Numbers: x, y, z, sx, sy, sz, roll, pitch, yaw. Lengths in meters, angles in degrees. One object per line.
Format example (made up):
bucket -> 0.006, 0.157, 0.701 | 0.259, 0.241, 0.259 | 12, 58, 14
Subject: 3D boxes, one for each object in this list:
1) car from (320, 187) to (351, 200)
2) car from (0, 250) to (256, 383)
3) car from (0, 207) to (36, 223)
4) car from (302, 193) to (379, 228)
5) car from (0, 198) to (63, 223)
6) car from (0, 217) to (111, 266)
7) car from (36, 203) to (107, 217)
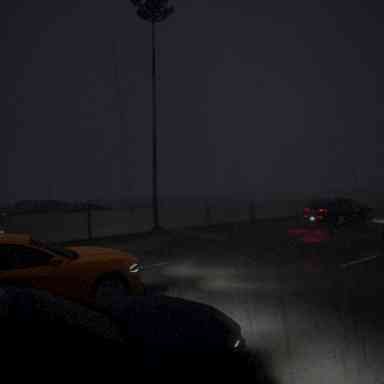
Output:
car -> 24.254, 0.266, 56.077 | 5.566, 2.045, 2.150 | -1, 1, -36
car -> -1.566, 1.519, 2.625 | 4.674, 1.442, 1.812 | -2, 1, -36
car -> -10.416, 1.345, 22.396 | 4.902, 1.511, 2.128 | -2, 1, -36
car -> 8.047, 1.028, 18.248 | 4.892, 1.490, 1.837 | -2, 1, -36
car -> -12.630, 1.335, 25.115 | 5.008, 1.535, 1.882 | -2, 1, -36
car -> -3.294, 1.457, 5.695 | 5.008, 1.535, 1.882 | -2, 1, -36
car -> -6.997, 1.370, 20.554 | 4.181, 1.385, 1.994 | -2, 1, -36
